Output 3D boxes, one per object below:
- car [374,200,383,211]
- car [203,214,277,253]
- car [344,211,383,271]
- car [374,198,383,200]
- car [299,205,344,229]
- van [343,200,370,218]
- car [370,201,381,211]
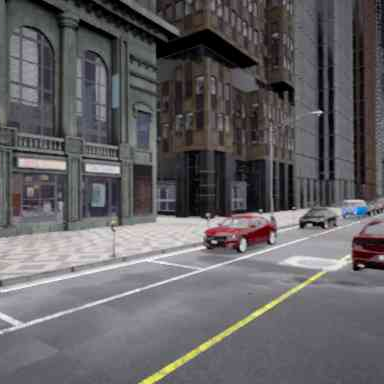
[{"bbox_3d":[22.734,1.997,41.577,1.947,1.339,4.313,-1,-1,37],"label":"car"},{"bbox_3d":[2.226,1.716,14.685,1.887,1.381,4.507,-1,-1,37],"label":"car"},{"bbox_3d":[6.509,1.584,10.631,1.882,1.535,5.008,-1,-1,37],"label":"car"},{"bbox_3d":[26.150,1.790,46.063,2.192,1.841,5.009,-1,-1,37],"label":"car"},{"bbox_3d":[9.062,1.823,23.649,1.947,1.339,4.313,-1,-1,37],"label":"car"},{"bbox_3d":[15.896,1.685,32.616,1.690,1.788,3.998,-1,-1,37],"label":"van"},{"bbox_3d":[19.316,1.954,37.095,1.947,1.339,4.313,-1,-1,37],"label":"car"}]
